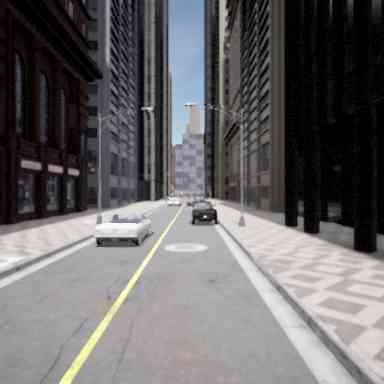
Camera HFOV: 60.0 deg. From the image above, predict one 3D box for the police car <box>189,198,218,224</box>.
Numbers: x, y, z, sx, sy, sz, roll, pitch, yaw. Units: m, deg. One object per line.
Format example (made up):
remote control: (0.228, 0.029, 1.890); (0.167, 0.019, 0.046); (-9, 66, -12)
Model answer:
police car: (0.900, 1.482, 25.115); (1.930, 1.638, 5.238); (0, 0, 0)

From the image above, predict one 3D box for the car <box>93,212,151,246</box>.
car: (-3.101, 1.634, 15.611); (1.895, 1.301, 4.718); (0, 0, 0)

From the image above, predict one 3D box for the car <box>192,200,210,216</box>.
car: (0.900, 1.613, 35.005); (1.812, 1.442, 4.674); (0, 0, 0)

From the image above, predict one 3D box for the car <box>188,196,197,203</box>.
car: (0.000, 1.666, 75.783); (1.994, 1.385, 4.181); (0, 0, 0)

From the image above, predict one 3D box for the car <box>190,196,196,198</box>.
car: (0.899, 1.612, 41.005); (1.837, 1.490, 4.892); (0, 0, 0)

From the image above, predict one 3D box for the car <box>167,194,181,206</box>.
car: (-3.042, 1.389, 57.697); (2.150, 2.045, 5.566); (0, 0, 1)

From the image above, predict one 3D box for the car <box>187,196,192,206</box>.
car: (0.000, 1.776, 59.216); (1.895, 1.301, 4.718); (0, 0, 0)
